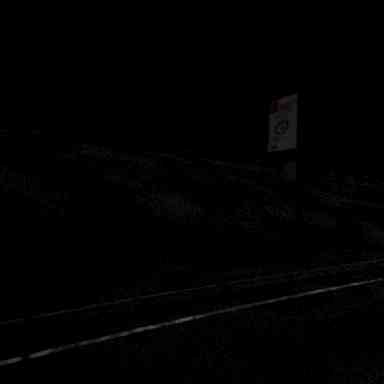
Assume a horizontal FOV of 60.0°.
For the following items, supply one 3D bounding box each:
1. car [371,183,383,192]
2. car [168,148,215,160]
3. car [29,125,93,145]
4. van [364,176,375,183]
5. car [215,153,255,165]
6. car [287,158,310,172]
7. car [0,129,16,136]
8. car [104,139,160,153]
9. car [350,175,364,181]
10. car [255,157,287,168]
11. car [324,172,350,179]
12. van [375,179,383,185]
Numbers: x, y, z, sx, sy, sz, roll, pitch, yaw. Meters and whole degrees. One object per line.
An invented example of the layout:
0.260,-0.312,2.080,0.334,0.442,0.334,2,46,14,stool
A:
36.588,-0.840,64.509,2.163,1.488,4.792,1,-3,44,car
-0.522,-3.361,31.313,4.674,1.452,2.002,3,-1,-36,car
-9.692,-3.930,24.824,4.553,1.767,2.185,2,-1,-33,car
28.959,-1.793,56.640,4.442,1.987,1.878,5,-3,-44,van
3.802,-3.204,34.580,4.892,1.521,2.231,3,-1,-37,car
12.558,-2.993,41.639,5.566,2.045,2.435,3,-2,-39,car
-14.305,-4.004,21.783,5.008,1.535,2.097,2,-1,-32,car
-4.993,-3.569,28.084,4.792,1.488,2.163,2,-1,-35,car
24.866,-1.859,52.706,4.674,1.452,2.002,4,-2,-43,car
8.222,-3.109,38.078,4.553,1.767,2.185,3,-1,-38,car
20.821,-2.162,48.928,4.674,1.452,2.002,4,-2,-42,car
32.843,-1.448,60.573,1.878,1.987,4.442,1,-3,45,van
